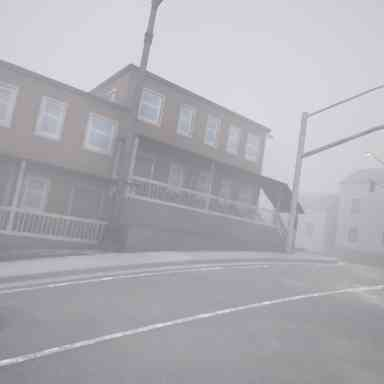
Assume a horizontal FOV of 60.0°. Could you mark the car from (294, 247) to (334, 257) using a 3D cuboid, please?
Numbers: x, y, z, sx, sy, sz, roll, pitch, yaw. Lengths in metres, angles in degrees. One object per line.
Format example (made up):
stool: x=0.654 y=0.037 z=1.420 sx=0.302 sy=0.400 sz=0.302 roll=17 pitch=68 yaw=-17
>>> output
car: x=9.870 y=5.604 z=29.071 sx=1.882 sy=1.535 sz=5.008 roll=13 pitch=-16 yaw=-34
